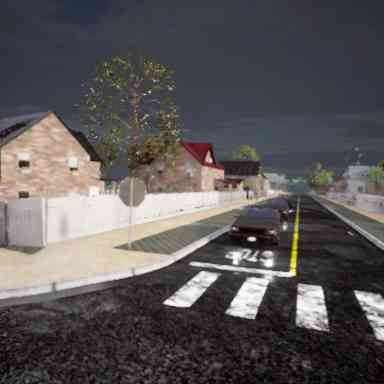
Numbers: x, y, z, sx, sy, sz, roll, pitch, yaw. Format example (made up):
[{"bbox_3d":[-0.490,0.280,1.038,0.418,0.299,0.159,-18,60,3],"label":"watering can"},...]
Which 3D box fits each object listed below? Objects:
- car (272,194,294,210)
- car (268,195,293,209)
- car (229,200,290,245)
[{"bbox_3d":[10.140,1.050,36.696,2.033,1.411,5.357,3,1,18],"label":"car"},{"bbox_3d":[6.220,1.183,24.564,2.033,1.411,5.357,3,1,18],"label":"car"},{"bbox_3d":[3.010,1.296,14.623,2.033,1.411,5.357,3,1,18],"label":"car"}]
